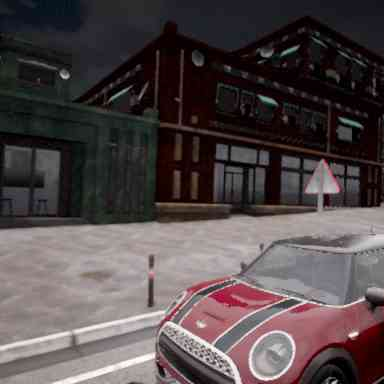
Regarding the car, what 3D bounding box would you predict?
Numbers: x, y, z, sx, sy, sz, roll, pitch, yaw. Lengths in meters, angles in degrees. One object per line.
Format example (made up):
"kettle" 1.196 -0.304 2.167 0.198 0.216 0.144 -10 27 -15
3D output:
"car" 1.772 1.438 4.618 4.553 1.767 2.097 1 -1 -35
